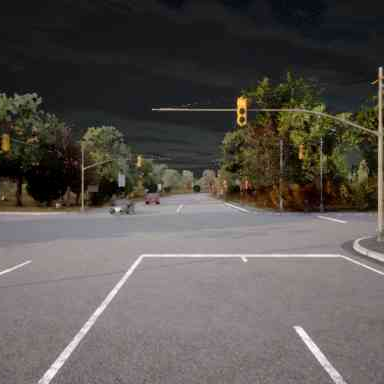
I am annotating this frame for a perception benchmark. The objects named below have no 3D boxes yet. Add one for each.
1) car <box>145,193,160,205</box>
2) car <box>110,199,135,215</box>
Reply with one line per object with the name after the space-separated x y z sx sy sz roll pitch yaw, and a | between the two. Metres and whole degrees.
-7.000 1.190 58.984 2.150 2.045 5.566 0 0 0 | car
-6.999 1.494 33.815 2.128 1.511 4.902 0 0 0 | car
